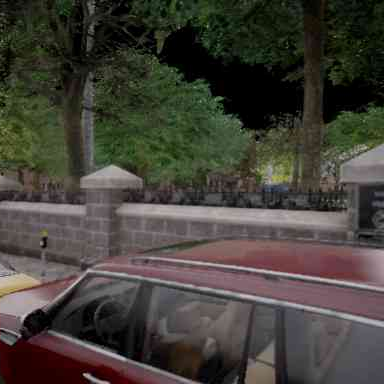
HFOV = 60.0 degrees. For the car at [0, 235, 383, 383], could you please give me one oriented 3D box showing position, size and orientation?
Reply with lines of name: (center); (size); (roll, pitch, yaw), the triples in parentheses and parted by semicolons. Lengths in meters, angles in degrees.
car: (0.063, 1.325, 2.744); (5.009, 1.841, 2.192); (0, 1, 36)
